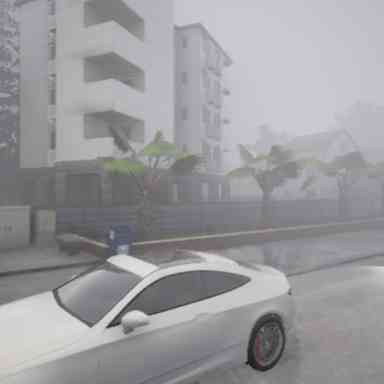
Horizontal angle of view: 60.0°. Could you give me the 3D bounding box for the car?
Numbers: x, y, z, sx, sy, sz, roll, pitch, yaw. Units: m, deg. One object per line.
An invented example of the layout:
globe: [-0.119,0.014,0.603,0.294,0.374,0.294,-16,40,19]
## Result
car: [-0.604,1.526,4.164,4.674,1.442,1.812,0,0,-36]
